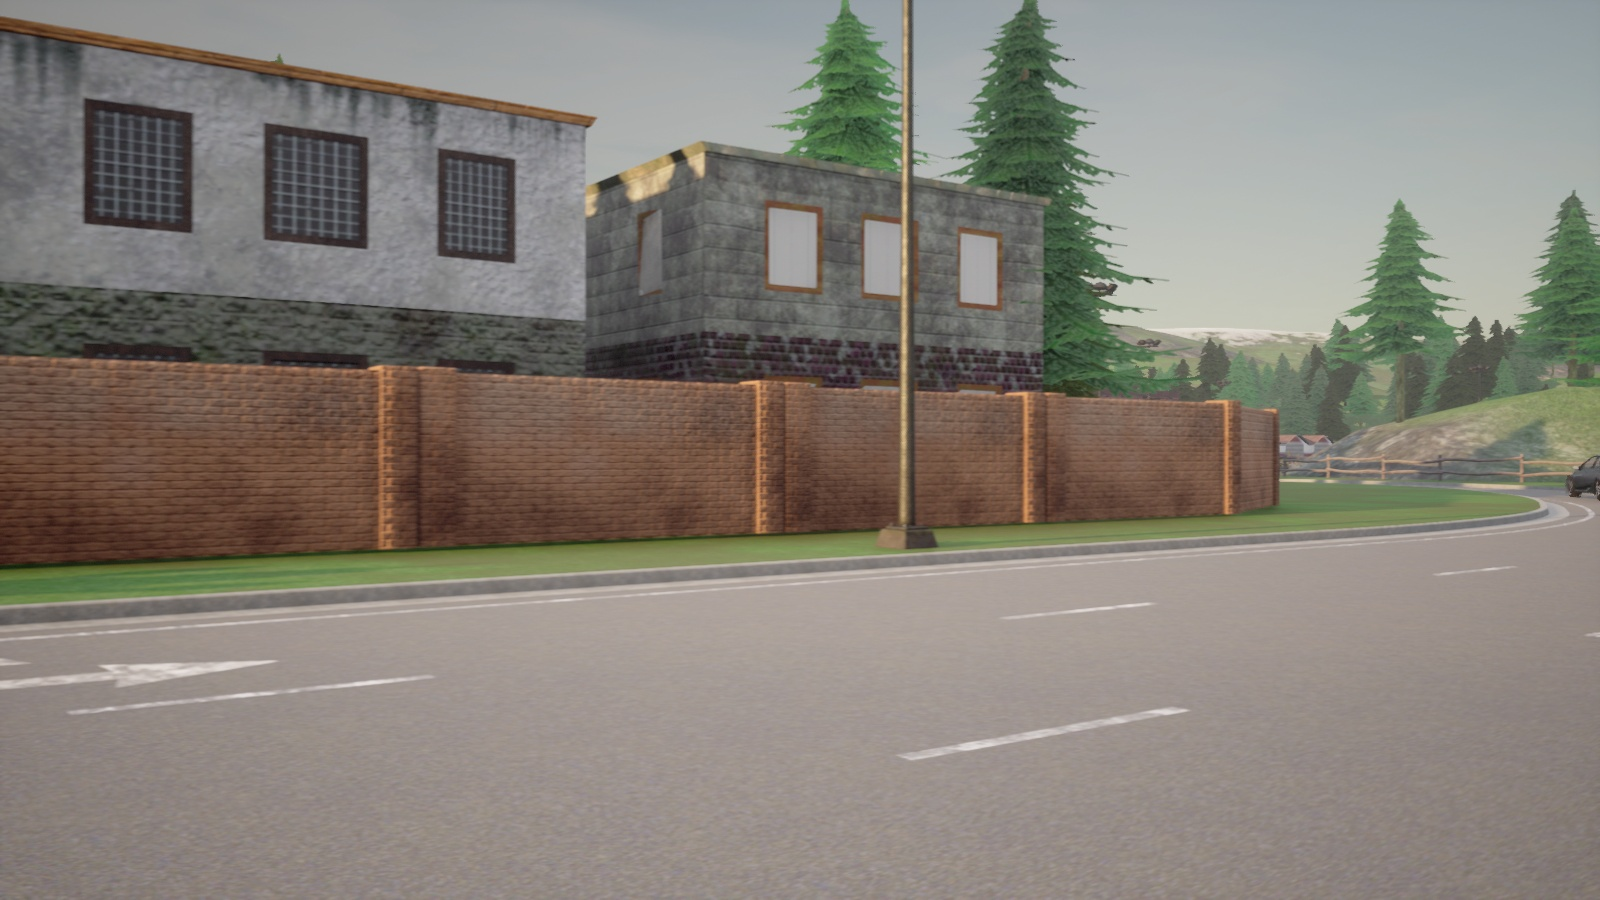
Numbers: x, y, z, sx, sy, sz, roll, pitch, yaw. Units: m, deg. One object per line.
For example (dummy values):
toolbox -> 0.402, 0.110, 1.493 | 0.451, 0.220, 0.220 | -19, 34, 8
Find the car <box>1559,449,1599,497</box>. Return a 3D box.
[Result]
car -> 27.027, 0.737, 41.756 | 2.007, 1.525, 4.514 | 0, 0, 17
